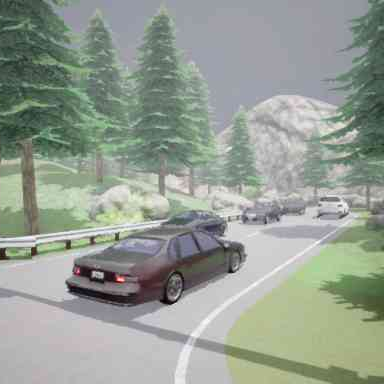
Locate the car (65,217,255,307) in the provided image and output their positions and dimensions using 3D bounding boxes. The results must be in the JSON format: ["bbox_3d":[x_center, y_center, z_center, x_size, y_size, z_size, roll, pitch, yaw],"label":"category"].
[{"bbox_3d":[-0.429,1.585,8.247,2.033,1.411,5.357,0,0,31],"label":"car"}]

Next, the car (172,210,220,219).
[{"bbox_3d":[0.110,1.573,16.110,1.994,1.385,4.181,0,0,31],"label":"car"}]

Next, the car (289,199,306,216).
[{"bbox_3d":[10.322,1.525,33.494,1.837,1.490,4.892,0,0,24],"label":"car"}]

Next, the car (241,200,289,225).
[{"bbox_3d":[5.257,1.506,24.619,2.128,1.511,4.902,0,0,31],"label":"car"}]

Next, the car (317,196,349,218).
[{"bbox_3d":[12.963,1.361,30.500,2.150,2.045,5.566,0,-1,30],"label":"car"}]
